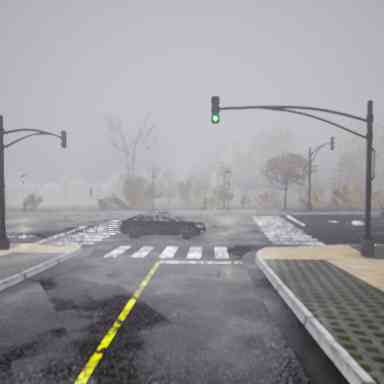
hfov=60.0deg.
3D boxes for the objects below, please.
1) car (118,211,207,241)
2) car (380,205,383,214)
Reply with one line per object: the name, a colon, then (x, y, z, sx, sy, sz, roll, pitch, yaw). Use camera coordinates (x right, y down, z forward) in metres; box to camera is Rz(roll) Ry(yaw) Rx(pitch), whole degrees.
car: (-1.633, 1.807, 18.623, 4.902, 1.511, 2.128, -1, 2, 5)
car: (17.845, 1.238, 26.658, 5.008, 1.535, 1.882, -1, 2, 5)
